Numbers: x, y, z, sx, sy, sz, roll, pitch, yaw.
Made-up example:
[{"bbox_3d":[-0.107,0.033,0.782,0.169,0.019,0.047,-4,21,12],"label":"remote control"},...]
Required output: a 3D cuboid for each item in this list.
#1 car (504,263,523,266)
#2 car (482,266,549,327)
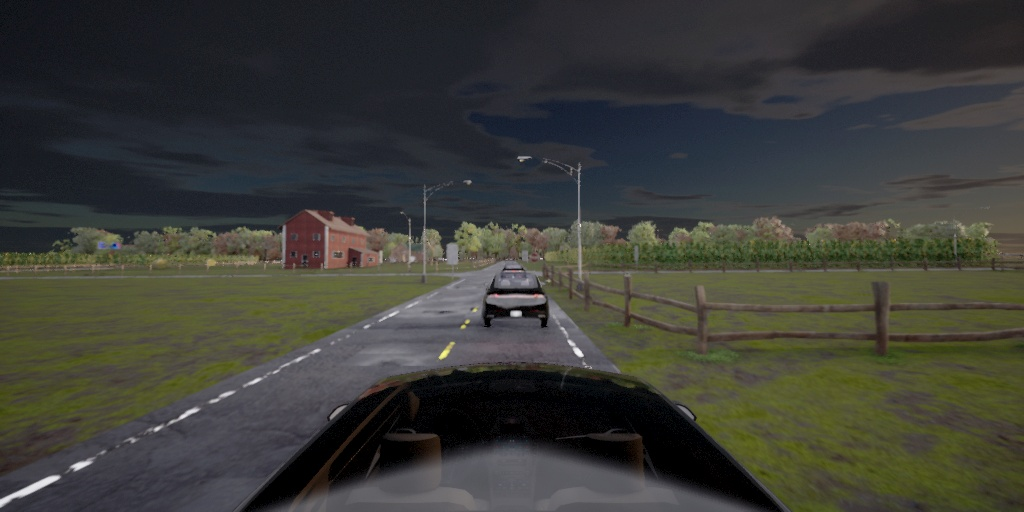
[{"bbox_3d":[0.109,1.285,26.734,2.128,1.511,4.902,0,0,0],"label":"car"},{"bbox_3d":[0.104,1.260,11.587,2.128,1.511,4.902,0,0,0],"label":"car"}]
